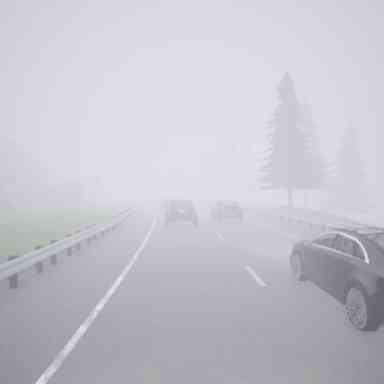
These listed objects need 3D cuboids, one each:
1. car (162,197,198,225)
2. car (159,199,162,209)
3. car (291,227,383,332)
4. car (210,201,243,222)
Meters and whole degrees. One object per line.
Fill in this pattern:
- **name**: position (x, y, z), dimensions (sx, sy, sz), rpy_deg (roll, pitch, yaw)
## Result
- **car**: position (-0.831, 1.249, 22.991), dimensions (2.097, 1.767, 4.553), rpy_deg (0, 0, -5)
- **car**: position (-2.927, 1.309, 40.705), dimensions (2.128, 1.511, 4.902), rpy_deg (0, 0, -9)
- **car**: position (3.511, 1.461, 6.750), dimensions (2.128, 1.511, 4.902), rpy_deg (0, 0, -1)
- **car**: position (2.519, 1.379, 25.006), dimensions (2.128, 1.511, 4.902), rpy_deg (0, 0, -5)
